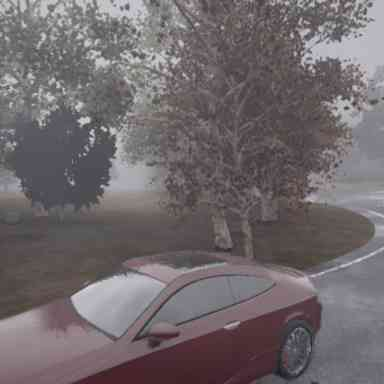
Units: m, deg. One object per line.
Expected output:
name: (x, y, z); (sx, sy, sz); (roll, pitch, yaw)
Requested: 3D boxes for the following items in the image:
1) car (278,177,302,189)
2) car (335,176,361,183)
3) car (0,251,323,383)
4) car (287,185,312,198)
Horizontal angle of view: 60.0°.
car: (17.887, -1.623, 60.551); (4.553, 1.767, 2.097); (-7, 4, -41)
car: (31.068, -2.531, 66.372); (4.718, 1.301, 1.895); (-3, 3, -5)
car: (-0.327, 1.514, 3.885); (4.674, 1.442, 1.812); (-1, 0, -36)
car: (12.050, -0.046, 38.925); (1.812, 1.442, 4.674); (-5, 3, -14)
